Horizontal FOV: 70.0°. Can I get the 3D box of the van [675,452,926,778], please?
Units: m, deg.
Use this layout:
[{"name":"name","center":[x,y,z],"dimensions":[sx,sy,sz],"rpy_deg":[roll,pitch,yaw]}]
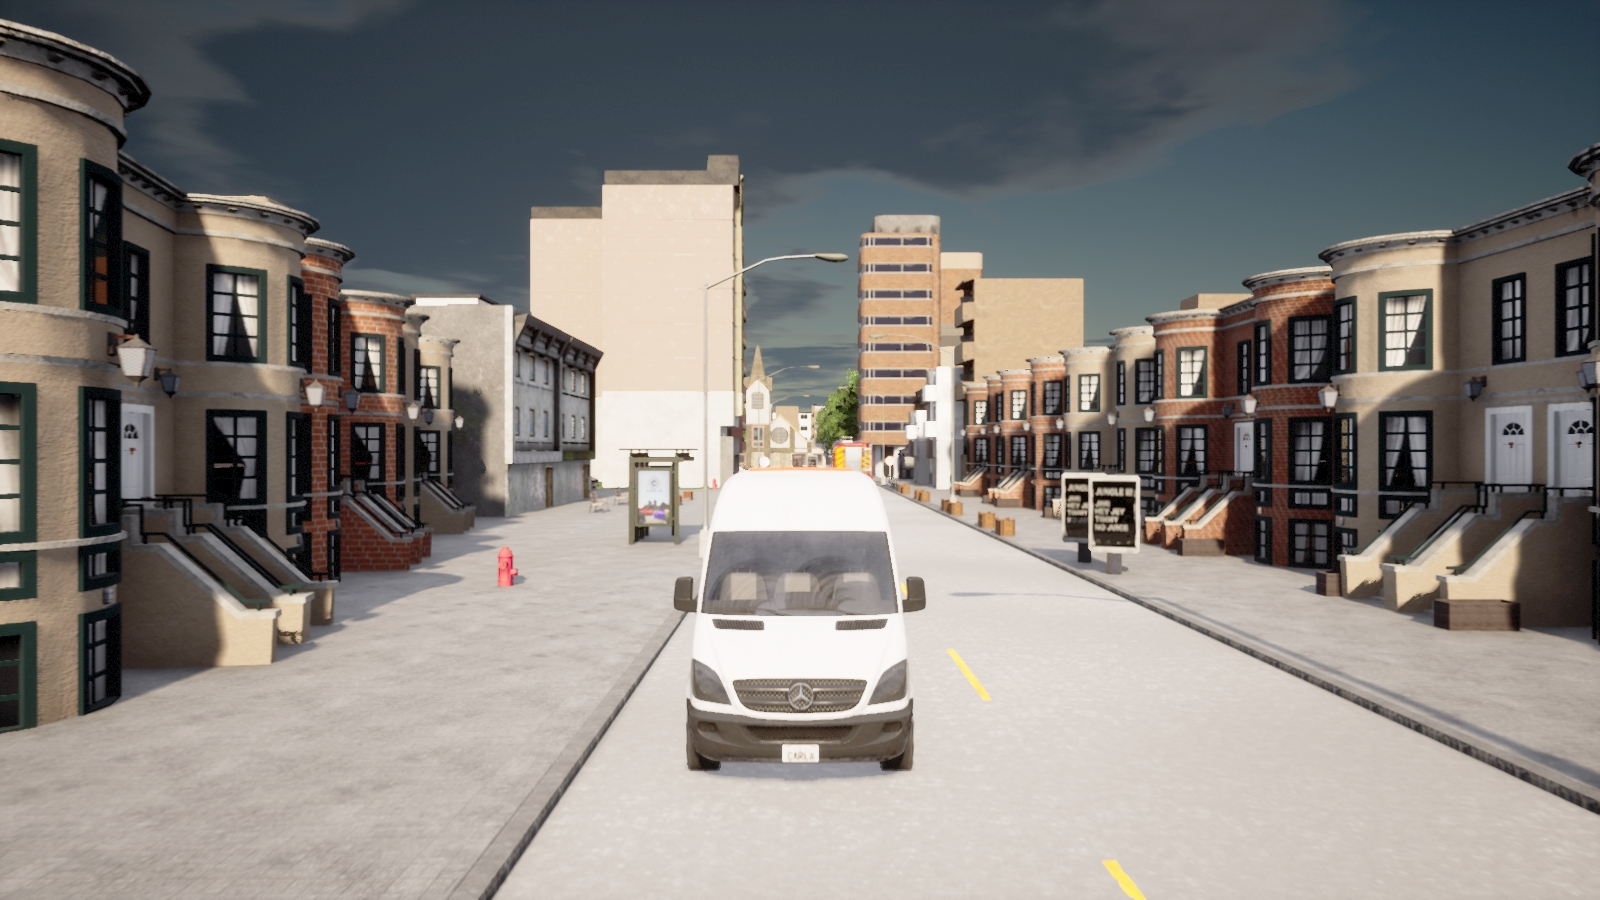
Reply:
[{"name":"van","center":[0.005,1.313,11.989],"dimensions":[1.988,2.561,5.915],"rpy_deg":[0,0,0]}]
